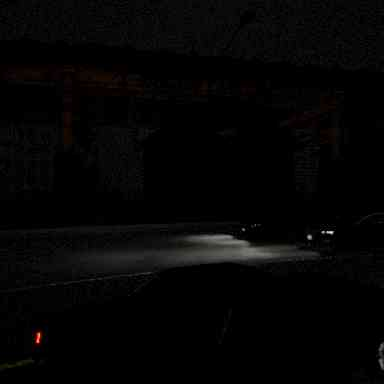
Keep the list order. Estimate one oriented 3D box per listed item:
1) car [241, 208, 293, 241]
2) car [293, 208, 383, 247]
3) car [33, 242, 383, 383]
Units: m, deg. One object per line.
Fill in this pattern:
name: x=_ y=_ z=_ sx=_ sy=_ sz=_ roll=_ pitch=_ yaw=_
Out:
car: x=4.733 y=1.526 z=16.506 sx=4.674 sy=1.442 sz=1.812 roll=0 pitch=0 yaw=-14
car: x=6.961 y=1.491 z=13.483 sx=4.902 sy=1.511 sz=2.128 roll=0 pitch=0 yaw=-13
car: x=0.686 y=1.601 z=4.081 sx=4.718 sy=1.301 sz=1.895 roll=0 pitch=0 yaw=-28
